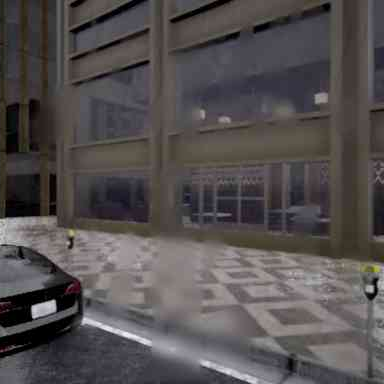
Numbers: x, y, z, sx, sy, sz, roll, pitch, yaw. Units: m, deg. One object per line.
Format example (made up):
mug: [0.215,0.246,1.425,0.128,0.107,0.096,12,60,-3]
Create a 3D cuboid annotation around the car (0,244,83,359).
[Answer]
car: [-3.617,1.558,5.544,4.313,1.339,1.947,0,0,36]
